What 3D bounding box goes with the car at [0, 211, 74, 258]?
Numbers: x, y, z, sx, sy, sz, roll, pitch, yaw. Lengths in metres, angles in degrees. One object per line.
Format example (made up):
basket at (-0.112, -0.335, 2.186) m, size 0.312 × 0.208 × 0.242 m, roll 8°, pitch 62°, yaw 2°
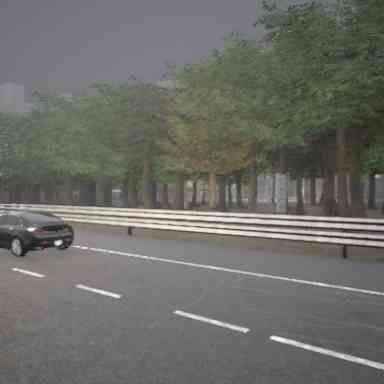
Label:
car at (-6.579, 1.510, 12.878) m, size 4.892 × 1.490 × 1.837 m, roll 0°, pitch 0°, yaw 36°
